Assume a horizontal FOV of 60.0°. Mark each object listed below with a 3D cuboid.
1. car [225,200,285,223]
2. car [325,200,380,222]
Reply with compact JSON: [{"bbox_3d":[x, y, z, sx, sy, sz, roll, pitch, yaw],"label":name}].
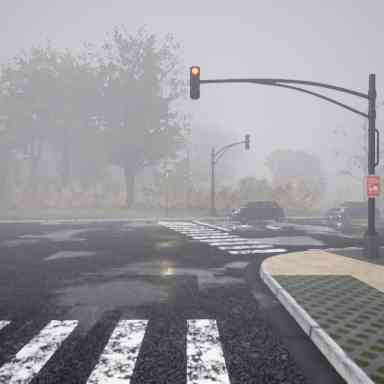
[{"bbox_3d":[4.849,1.428,25.803,4.553,1.767,2.097,1,0,-19],"label":"car"},{"bbox_3d":[13.928,1.567,28.870,4.553,1.767,2.097,1,0,-18],"label":"car"}]
